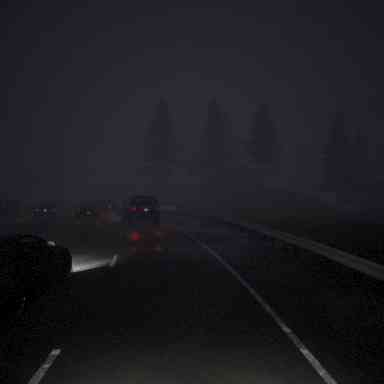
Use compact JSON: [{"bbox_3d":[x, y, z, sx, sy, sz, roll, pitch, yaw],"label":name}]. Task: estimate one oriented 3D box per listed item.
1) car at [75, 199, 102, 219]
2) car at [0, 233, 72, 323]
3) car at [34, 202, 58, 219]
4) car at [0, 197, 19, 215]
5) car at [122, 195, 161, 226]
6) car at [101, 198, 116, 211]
[{"bbox_3d":[-9.434,1.545,29.868,1.812,1.442,4.674,0,0,-20],"label":"car"},{"bbox_3d":[-4.058,1.574,7.150,1.994,1.385,4.181,0,0,-5],"label":"car"},{"bbox_3d":[-13.138,1.578,29.962,2.033,1.411,5.357,0,0,-22],"label":"car"},{"bbox_3d":[-19.013,1.400,34.232,2.097,1.767,4.553,0,0,-26],"label":"car"},{"bbox_3d":[-3.701,1.226,23.847,2.150,2.045,5.566,0,0,-16],"label":"car"},{"bbox_3d":[-10.725,1.524,40.971,1.837,1.490,4.892,0,0,-27],"label":"car"}]
